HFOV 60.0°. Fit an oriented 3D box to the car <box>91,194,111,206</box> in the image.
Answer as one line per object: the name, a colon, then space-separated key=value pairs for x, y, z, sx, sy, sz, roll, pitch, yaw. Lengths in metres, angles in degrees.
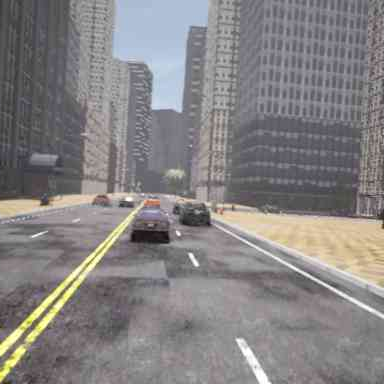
car: x=-11.737 y=1.063 z=43.355 sx=1.812 sy=1.442 sz=4.674 roll=3 pitch=0 yaw=-7

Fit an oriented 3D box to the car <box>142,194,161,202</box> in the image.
car: x=-5.413 y=1.279 z=46.145 sx=2.097 sy=1.767 sz=4.553 roll=4 pitch=-1 yaw=-7

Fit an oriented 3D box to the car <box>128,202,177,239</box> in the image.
car: x=-2.115 y=1.507 z=17.261 sx=2.033 sy=1.411 sz=5.357 roll=3 pitch=0 yaw=-7

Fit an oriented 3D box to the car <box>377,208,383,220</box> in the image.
car: x=35.972 y=4.087 z=59.445 sx=5.566 sy=2.045 sz=2.150 roll=4 pitch=1 yaw=-7

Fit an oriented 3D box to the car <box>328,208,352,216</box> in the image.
car: x=28.560 y=3.770 z=64.251 sx=4.097 sy=1.590 sz=1.967 roll=4 pitch=0 yaw=-7

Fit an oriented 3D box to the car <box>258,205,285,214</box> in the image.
car: x=12.857 y=2.862 z=53.676 sx=4.403 sy=1.369 sz=2.008 roll=4 pitch=0 yaw=-7

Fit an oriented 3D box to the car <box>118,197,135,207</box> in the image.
car: x=-8.515 y=1.342 z=43.695 sx=1.895 sy=1.301 sz=4.718 roll=3 pitch=0 yaw=-7

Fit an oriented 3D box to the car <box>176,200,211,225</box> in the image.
car: x=0.163 y=1.490 z=25.750 sx=2.097 sy=1.767 sz=4.553 roll=3 pitch=0 yaw=-6

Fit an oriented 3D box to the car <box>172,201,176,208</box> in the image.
car: x=-1.152 y=1.607 z=36.873 sx=2.128 sy=1.511 sz=4.902 roll=3 pitch=0 yaw=-6
